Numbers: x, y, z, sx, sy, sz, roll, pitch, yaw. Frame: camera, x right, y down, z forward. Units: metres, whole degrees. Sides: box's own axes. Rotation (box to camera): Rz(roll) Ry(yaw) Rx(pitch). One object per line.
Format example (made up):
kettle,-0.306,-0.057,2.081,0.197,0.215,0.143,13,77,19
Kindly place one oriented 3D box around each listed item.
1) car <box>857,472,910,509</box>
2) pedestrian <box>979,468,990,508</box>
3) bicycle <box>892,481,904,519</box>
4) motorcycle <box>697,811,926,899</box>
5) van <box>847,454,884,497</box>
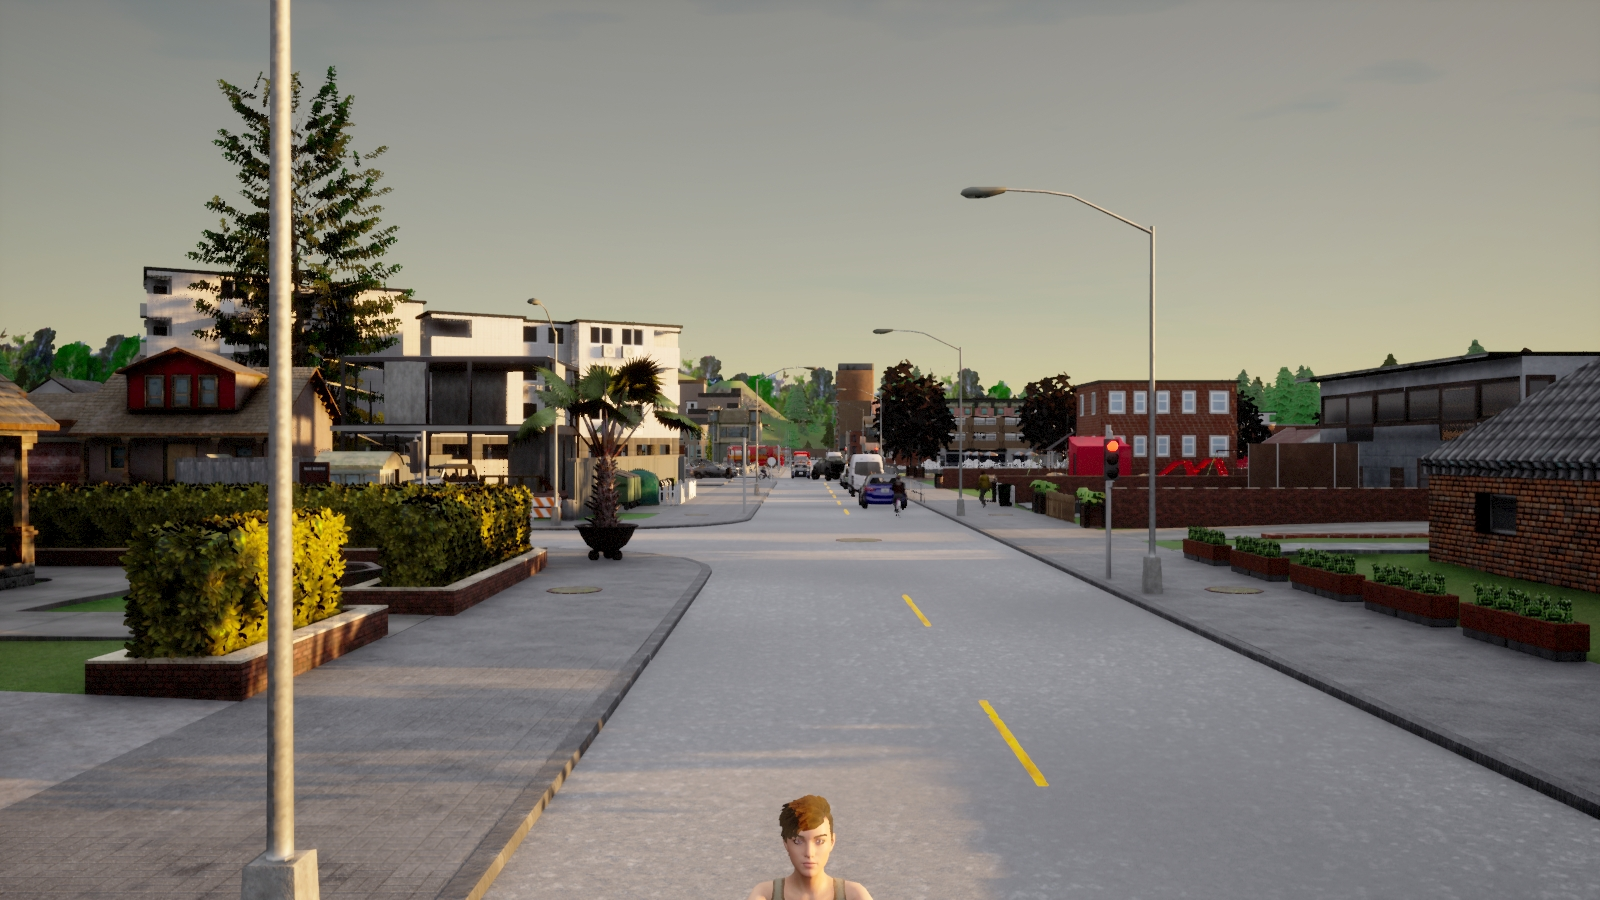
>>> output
car,4.046,1.967,56.171,2.242,1.667,4.611,0,0,0
pedestrian,8.513,1.744,52.731,0.375,1.860,0.375,0,0,-24
bicycle,4.087,2.060,47.588,0.329,1.471,1.835,0,0,0
motorcycle,0.039,2.155,3.558,0.764,1.307,2.356,0,0,0
van,4.043,1.535,70.955,1.988,2.561,5.915,0,0,0
